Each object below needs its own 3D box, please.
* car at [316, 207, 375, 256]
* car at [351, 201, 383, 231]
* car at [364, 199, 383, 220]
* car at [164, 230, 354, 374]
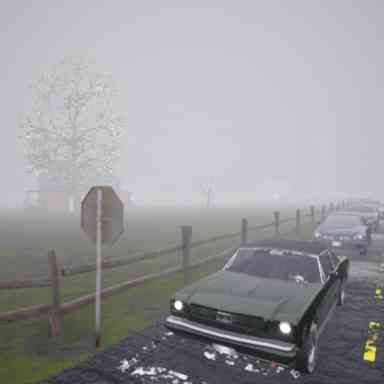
[{"bbox_3d":[6.305,1.573,13.737,1.812,1.442,4.674,0,0,31],"label":"car"},{"bbox_3d":[10.999,1.580,21.432,1.837,1.490,4.892,0,0,31],"label":"car"},{"bbox_3d":[16.139,1.456,29.820,2.097,1.767,4.553,0,0,32],"label":"car"},{"bbox_3d":[1.542,1.619,5.938,1.895,1.301,4.718,0,0,31],"label":"car"}]
